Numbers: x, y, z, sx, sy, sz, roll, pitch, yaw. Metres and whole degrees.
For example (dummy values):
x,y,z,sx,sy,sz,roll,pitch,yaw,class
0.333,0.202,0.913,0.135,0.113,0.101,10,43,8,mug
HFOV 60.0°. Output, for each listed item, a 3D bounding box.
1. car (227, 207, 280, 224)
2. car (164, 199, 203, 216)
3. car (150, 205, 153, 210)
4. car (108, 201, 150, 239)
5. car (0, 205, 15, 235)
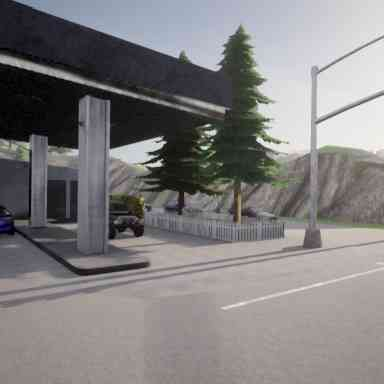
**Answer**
x,y,z,sx,sy,sz,roll,pitch,yaw,class
4.548,1.815,24.883,1.994,1.385,4.181,1,0,-35,car
-0.856,1.541,32.721,2.097,1.767,4.553,1,0,-35,car
-6.889,1.666,41.467,2.033,1.411,5.357,1,0,-34,car
-4.248,1.448,18.395,1.905,1.878,3.866,1,0,-35,car
-11.376,1.525,18.673,2.242,1.667,4.611,1,0,-35,car
